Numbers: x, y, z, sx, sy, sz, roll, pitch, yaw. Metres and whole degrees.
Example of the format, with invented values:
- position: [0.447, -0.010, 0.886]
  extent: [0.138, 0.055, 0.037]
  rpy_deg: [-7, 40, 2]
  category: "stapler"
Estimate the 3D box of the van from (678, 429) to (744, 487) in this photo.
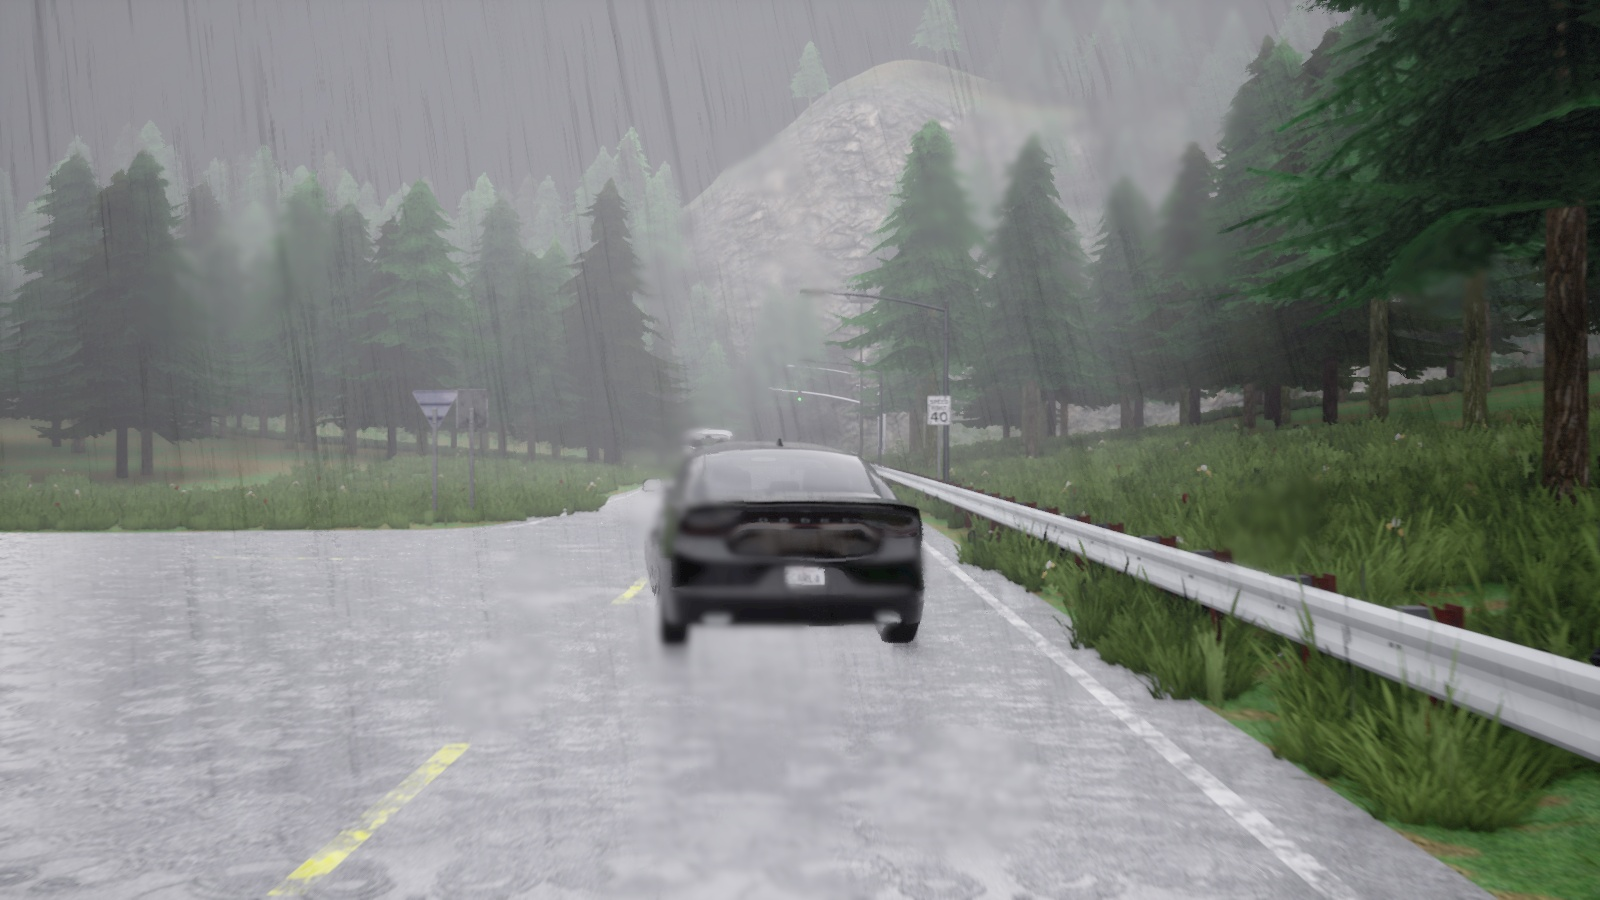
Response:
- position: [-3.221, 0.283, 46.163]
  extent: [2.069, 2.038, 4.480]
  rpy_deg: [0, 0, 0]
  category: "van"

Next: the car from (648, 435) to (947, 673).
- position: [-0.303, 0.662, 10.708]
  extent: [1.882, 1.535, 5.008]
  rpy_deg: [1, 0, -8]
  category: "car"
